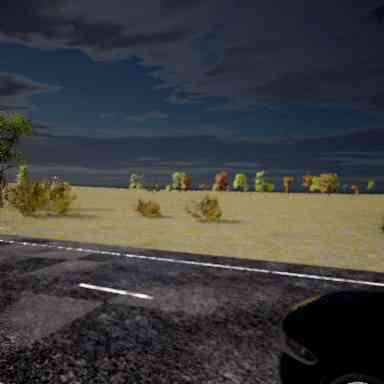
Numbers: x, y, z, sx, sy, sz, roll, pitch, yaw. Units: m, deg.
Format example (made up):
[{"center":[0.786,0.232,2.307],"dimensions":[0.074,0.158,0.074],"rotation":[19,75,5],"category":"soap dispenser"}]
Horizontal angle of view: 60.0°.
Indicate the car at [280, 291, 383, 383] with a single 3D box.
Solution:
[{"center":[3.337,1.508,2.902],"dimensions":[5.008,1.535,1.882],"rotation":[0,0,27],"category":"car"}]
